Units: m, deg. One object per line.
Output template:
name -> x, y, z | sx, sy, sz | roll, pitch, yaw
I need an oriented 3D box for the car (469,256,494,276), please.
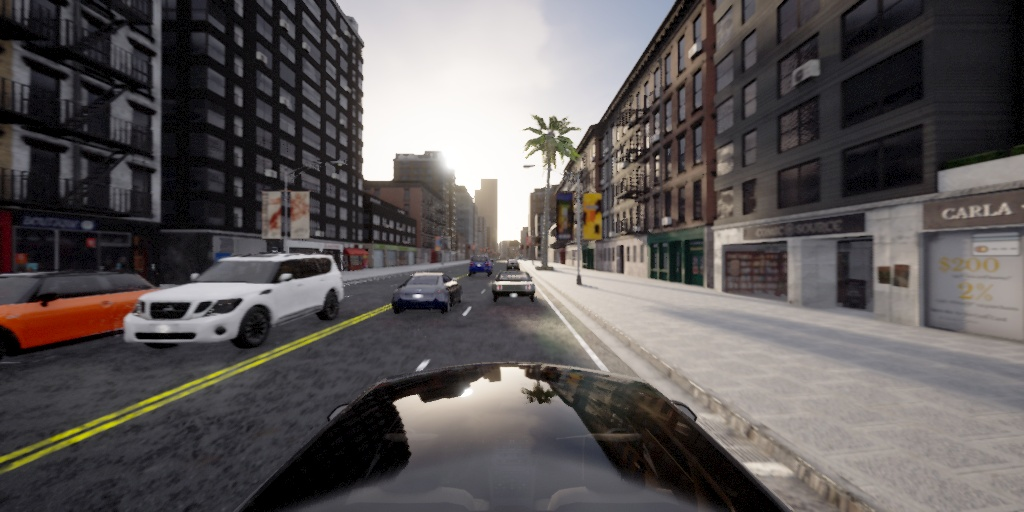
car -> -3.146, 0.999, 37.110 | 2.150, 2.045, 5.566 | 0, 0, 0

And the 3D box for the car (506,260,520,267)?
car -> 0.105, 1.297, 50.272 | 1.837, 1.490, 4.892 | 0, 0, 0

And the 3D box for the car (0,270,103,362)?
car -> -9.840, 1.107, 7.295 | 2.097, 1.767, 4.553 | 0, 0, 0

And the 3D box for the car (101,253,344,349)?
car -> -6.589, 0.968, 9.536 | 2.150, 2.045, 5.566 | 0, 1, 0

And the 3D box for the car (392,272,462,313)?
car -> -3.149, 1.322, 13.999 | 1.994, 1.385, 4.181 | 0, 0, 0

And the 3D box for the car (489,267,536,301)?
car -> 0.088, 1.362, 17.217 | 1.895, 1.301, 4.718 | 0, 0, 0
